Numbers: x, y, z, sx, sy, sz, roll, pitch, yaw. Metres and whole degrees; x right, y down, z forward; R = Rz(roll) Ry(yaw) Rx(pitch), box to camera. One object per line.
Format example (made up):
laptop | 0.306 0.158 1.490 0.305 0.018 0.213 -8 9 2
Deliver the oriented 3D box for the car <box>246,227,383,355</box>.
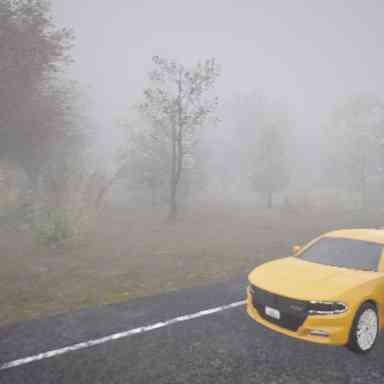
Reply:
car | 3.203 1.478 6.277 5.008 1.535 1.882 0 0 -35
